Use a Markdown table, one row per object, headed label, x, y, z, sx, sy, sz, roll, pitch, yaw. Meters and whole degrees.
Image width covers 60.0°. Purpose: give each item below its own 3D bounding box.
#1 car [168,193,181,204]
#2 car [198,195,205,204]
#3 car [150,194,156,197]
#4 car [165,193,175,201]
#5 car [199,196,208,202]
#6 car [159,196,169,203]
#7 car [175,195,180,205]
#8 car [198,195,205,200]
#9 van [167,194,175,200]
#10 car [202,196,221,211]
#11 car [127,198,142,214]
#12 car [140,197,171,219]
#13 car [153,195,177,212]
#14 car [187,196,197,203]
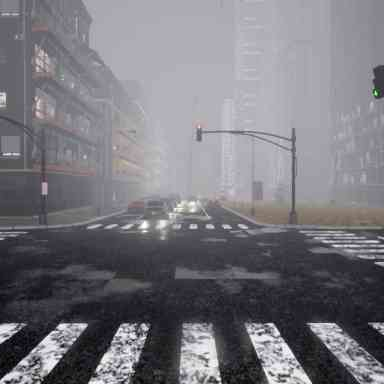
| label | x | y | z | sx | sy | sz | roll | pitch | yaw |
| --- | --- | --- | --- | --- | --- | --- | --- | --- | --- |
| car | -3.088 | 1.221 | 59.321 | 2.150 | 2.045 | 5.566 | 0 | 0 | 1 |
| car | 2.594 | 1.551 | 63.672 | 2.008 | 1.369 | 4.403 | -1 | 0 | 0 |
| car | -5.736 | 1.436 | 41.012 | 1.967 | 1.590 | 4.097 | -1 | 0 | 0 |
| car | -5.775 | 1.322 | 86.204 | 2.192 | 1.841 | 5.009 | -1 | 0 | 0 |
| car | 2.585 | 1.548 | 74.970 | 1.887 | 1.381 | 4.507 | -1 | 0 | 0 |
| car | -5.757 | 1.584 | 69.257 | 1.802 | 1.307 | 4.206 | -1 | 0 | 0 |
| car | -3.129 | 1.522 | 48.764 | 1.812 | 1.442 | 4.674 | 0 | 0 | 0 |
| car | 2.570 | 1.535 | 92.087 | 1.752 | 1.417 | 4.829 | -1 | 0 | 0 |
| van | -5.779 | 1.350 | 91.851 | 1.690 | 1.788 | 3.998 | -1 | 0 | 0 |
| car | 2.612 | 1.540 | 41.076 | 1.887 | 1.381 | 4.507 | -1 | 0 | 0 |
| car | -5.730 | 1.540 | 35.363 | 1.887 | 1.381 | 4.507 | -1 | 0 | 0 |
| car | -3.123 | 1.501 | 29.334 | 1.837 | 1.490 | 4.892 | 0 | 0 | 0 |
| car | -3.128 | 1.473 | 38.881 | 1.882 | 1.535 | 5.008 | 0 | 0 | 0 |
| car | 0.044 | 1.479 | 69.792 | 1.882 | 1.535 | 5.008 | 0 | 0 | 0 |
